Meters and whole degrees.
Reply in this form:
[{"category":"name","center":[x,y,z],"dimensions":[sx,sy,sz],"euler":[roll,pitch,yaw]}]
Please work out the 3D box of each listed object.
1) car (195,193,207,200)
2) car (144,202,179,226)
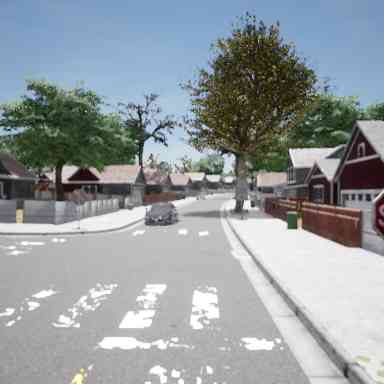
[{"category":"car","center":[1.678,1.003,59.835],"dimensions":[1.812,1.442,4.674],"euler":[0,1,8]},{"category":"car","center":[-2.058,1.503,23.437],"dimensions":[1.837,1.490,4.892],"euler":[0,1,5]}]
